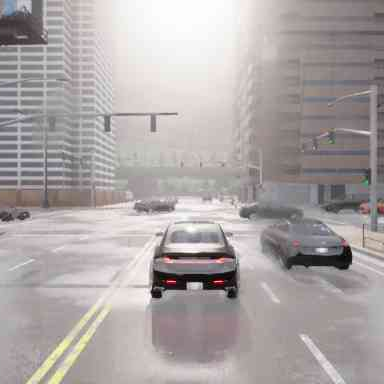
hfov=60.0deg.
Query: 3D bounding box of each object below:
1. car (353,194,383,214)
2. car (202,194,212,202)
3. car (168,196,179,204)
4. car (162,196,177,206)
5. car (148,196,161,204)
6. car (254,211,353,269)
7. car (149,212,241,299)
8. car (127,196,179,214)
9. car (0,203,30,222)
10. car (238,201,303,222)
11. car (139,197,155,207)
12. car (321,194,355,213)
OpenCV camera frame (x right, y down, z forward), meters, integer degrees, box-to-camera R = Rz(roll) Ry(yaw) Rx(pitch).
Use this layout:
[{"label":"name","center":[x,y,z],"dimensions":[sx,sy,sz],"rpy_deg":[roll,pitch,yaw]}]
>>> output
[{"label":"car","center":[18.977,1.352,32.996],"dimensions":[4.553,1.767,2.097],"rpy_deg":[0,0,0]},{"label":"car","center":[3.406,1.355,76.835],"dimensions":[2.097,1.767,4.553],"rpy_deg":[0,0,0]},{"label":"car","center":[-3.624,1.505,65.031],"dimensions":[1.837,1.490,4.892],"rpy_deg":[0,0,0]},{"label":"car","center":[-3.656,1.492,55.092],"dimensions":[2.128,1.511,4.902],"rpy_deg":[0,0,0]},{"label":"car","center":[-7.132,1.526,63.211],"dimensions":[1.812,1.442,4.674],"rpy_deg":[0,0,1]},{"label":"car","center":[3.566,1.564,11.112],"dimensions":[1.994,1.385,4.181],"rpy_deg":[0,0,0]},{"label":"car","center":[0.055,1.492,8.462],"dimensions":[2.128,1.511,4.902],"rpy_deg":[0,0,0]},{"label":"car","center":[-3.906,1.491,34.824],"dimensions":[2.128,1.511,4.902],"rpy_deg":[1,0,42]},{"label":"car","center":[-14.755,1.563,25.579],"dimensions":[4.181,1.385,1.994],"rpy_deg":[0,0,5]},{"label":"car","center":[6.108,1.477,25.867],"dimensions":[5.008,1.535,1.882],"rpy_deg":[0,0,0]},{"label":"car","center":[-7.161,1.526,53.298],"dimensions":[1.812,1.442,4.674],"rpy_deg":[0,0,1]},{"label":"car","center":[17.152,1.221,36.516],"dimensions":[5.566,2.045,2.150],"rpy_deg":[0,0,0]}]
